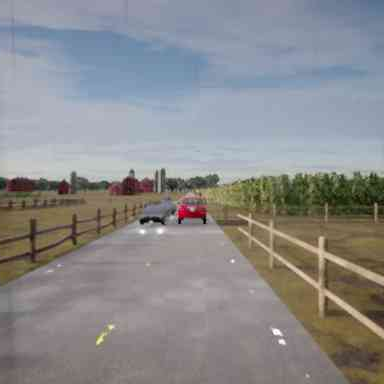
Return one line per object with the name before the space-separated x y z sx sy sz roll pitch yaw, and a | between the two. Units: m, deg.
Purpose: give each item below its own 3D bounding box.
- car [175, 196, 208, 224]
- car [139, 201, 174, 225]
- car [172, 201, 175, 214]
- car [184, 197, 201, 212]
car | 0.046 1.365 26.506 2.150 2.045 5.566 0 0 1
car | -2.767 1.684 25.382 2.033 1.411 5.357 0 0 0
car | -2.779 1.686 36.053 2.128 1.511 4.902 0 0 1
car | 0.081 1.589 43.758 2.097 1.767 4.553 0 0 0
